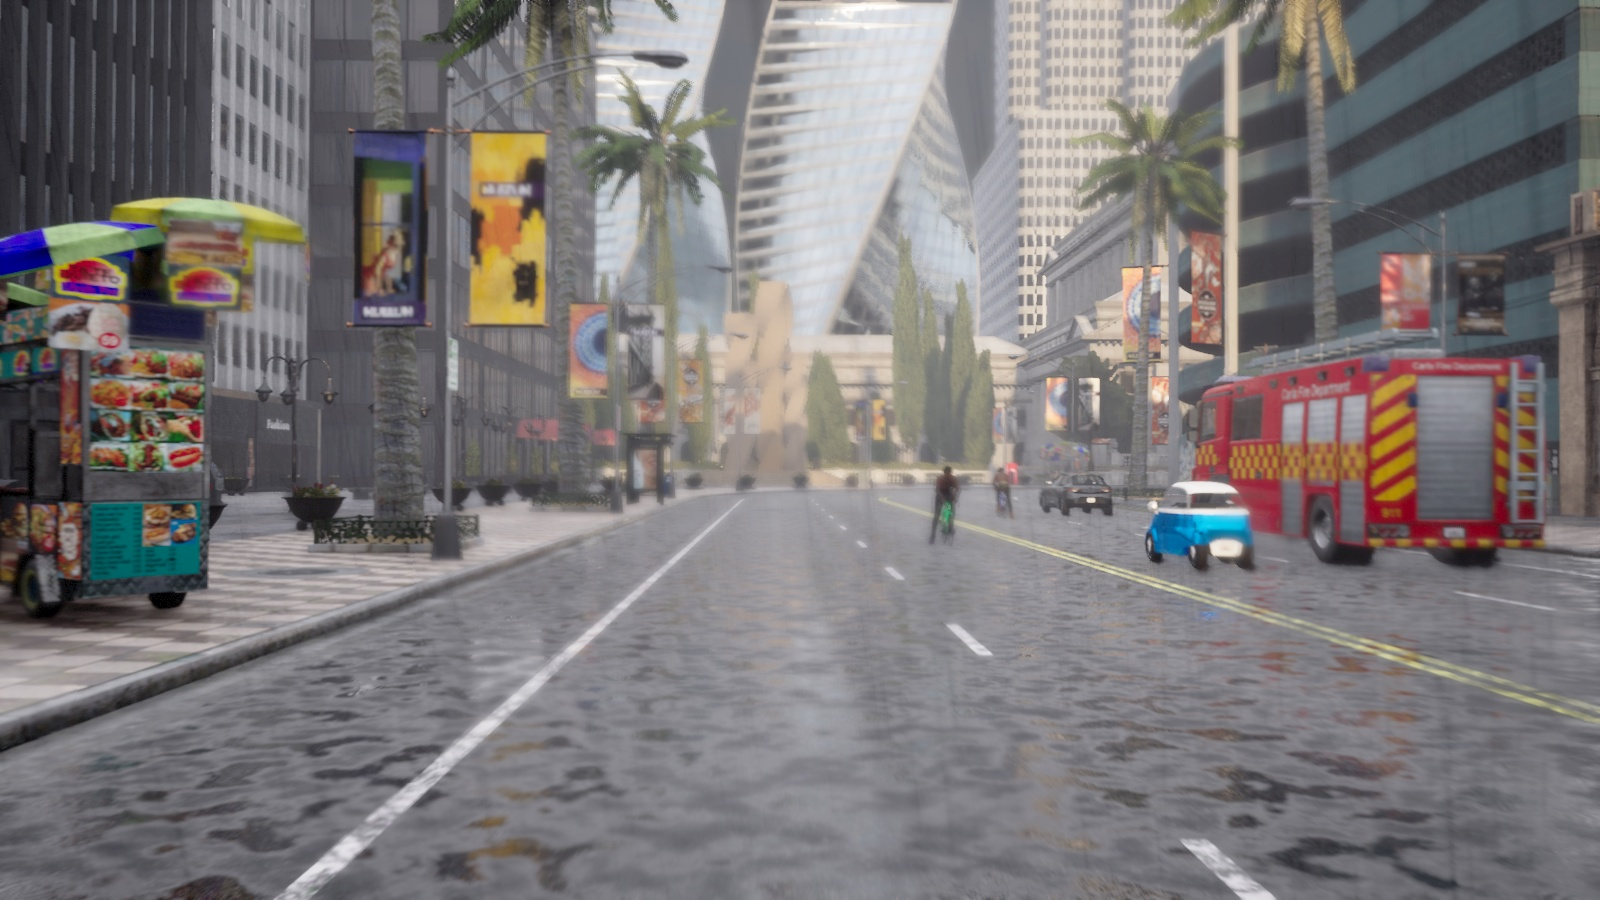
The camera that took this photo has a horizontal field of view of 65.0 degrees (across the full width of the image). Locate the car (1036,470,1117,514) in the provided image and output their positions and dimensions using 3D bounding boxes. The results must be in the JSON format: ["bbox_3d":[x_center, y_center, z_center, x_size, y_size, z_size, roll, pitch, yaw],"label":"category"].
[{"bbox_3d":[9.849,1.466,44.997,1.816,1.474,4.193,0,-1,-2],"label":"car"}]

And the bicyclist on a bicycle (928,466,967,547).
[{"bbox_3d":[3.052,1.146,26.051,0.582,1.620,1.656,0,-1,-1],"label":"bicyclist on a bicycle"}]

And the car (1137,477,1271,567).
[{"bbox_3d":[6.642,1.154,20.829,1.481,1.376,2.207,0,0,-1],"label":"car"}]

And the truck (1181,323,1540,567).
[{"bbox_3d":[10.083,-0.030,23.946,2.891,3.827,8.468,0,-1,-1],"label":"truck"}]
